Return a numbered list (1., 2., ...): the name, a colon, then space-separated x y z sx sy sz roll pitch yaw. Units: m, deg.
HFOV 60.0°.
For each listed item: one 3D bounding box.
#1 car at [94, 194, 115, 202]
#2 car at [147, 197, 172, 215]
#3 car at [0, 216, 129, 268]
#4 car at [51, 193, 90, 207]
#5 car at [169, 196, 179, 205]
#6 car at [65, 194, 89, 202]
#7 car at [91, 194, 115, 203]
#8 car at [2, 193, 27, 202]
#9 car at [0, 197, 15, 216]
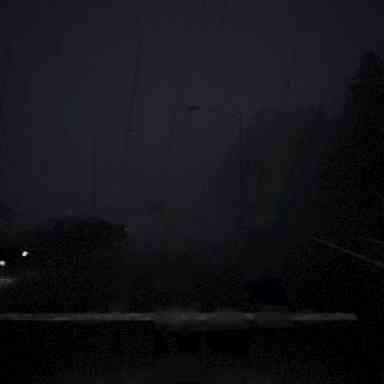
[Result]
1. car: -17.933 1.213 68.630 3.806 1.475 1.970 0 0 0
2. car: -3.472 1.532 34.365 2.033 1.411 5.357 0 0 0
3. car: -4.289 1.575 11.703 2.033 1.411 5.357 0 0 21
4. car: -17.213 1.089 46.512 4.605 1.855 1.932 0 0 0
5. car: -3.451 1.461 60.022 1.882 1.535 5.008 0 0 0
6. car: -24.980 1.277 72.298 4.514 1.523 2.007 0 0 0
7. car: -17.614 1.137 62.212 5.027 1.636 2.152 0 0 0
8. car: -34.996 1.080 65.363 4.605 1.855 1.932 0 0 0
9. car: -17.363 1.375 27.929 3.633 1.501 1.845 0 0 0
